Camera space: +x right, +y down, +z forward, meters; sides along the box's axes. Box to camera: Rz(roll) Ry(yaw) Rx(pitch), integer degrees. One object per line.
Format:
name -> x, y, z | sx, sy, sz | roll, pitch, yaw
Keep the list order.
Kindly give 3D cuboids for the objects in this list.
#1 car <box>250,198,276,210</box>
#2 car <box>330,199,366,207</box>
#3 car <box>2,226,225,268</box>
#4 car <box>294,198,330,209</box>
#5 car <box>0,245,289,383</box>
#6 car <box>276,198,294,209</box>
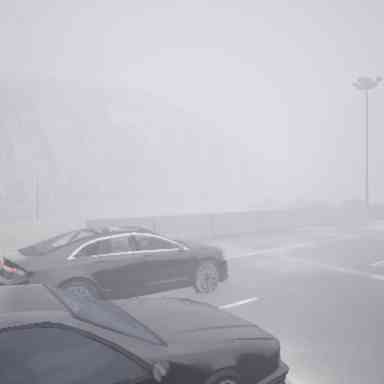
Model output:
car -> 9.494, 1.501, 42.696 | 4.892, 1.490, 1.837 | 0, 0, -39
car -> 16.990, 1.500, 35.247 | 4.892, 1.490, 1.837 | 0, 0, -39
car -> -1.380, 1.492, 7.151 | 4.902, 1.511, 2.128 | 0, 0, -36
car -> 13.746, 1.560, 37.133 | 4.181, 1.385, 1.994 | 0, 0, -39
car -> -1.610, 1.547, 2.623 | 5.357, 1.411, 2.033 | 0, 0, -36
car -> 12.892, 1.500, 40.933 | 4.892, 1.490, 1.837 | 0, 0, -39
